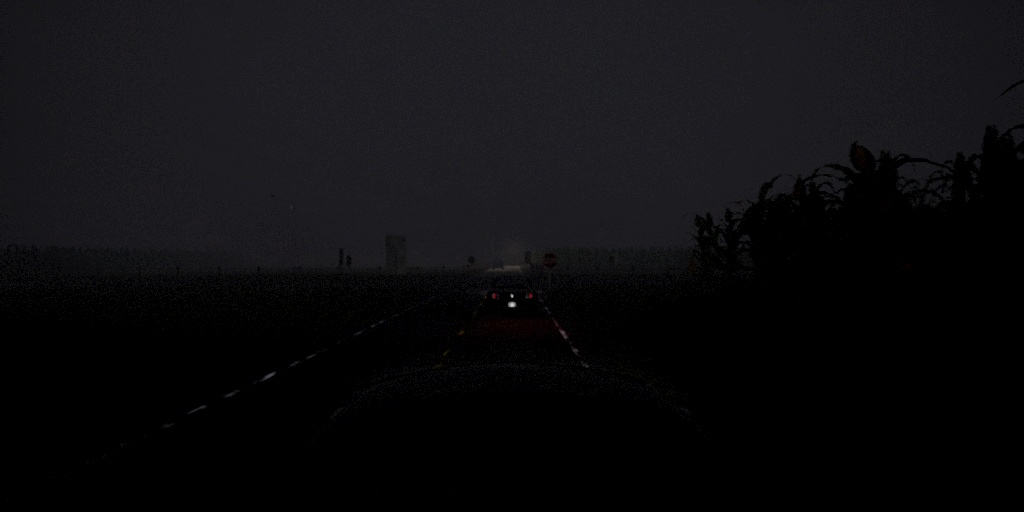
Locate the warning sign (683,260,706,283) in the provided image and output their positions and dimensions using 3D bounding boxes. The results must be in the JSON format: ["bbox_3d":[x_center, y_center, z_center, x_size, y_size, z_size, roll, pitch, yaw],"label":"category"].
[{"bbox_3d":[14.082,1.129,28.045,1.060,1.860,1.300,0,0,-6],"label":"warning sign"}]

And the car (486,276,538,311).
[{"bbox_3d":[-0.017,1.479,15.086,1.895,1.301,4.718,0,-1,-1],"label":"car"}]
